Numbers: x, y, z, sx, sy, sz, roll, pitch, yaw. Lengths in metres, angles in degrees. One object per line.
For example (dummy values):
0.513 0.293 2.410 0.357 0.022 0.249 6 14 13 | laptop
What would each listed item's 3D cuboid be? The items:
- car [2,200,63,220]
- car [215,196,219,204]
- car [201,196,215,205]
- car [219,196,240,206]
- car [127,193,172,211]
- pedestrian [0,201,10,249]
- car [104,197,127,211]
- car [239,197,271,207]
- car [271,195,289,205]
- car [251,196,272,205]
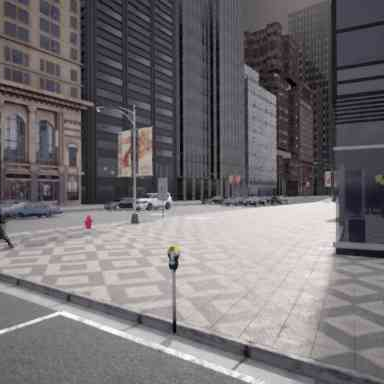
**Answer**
-13.500 1.510 27.616 2.033 1.411 5.357 -1 0 35 | car
6.228 1.422 55.381 1.837 1.490 4.892 -1 0 35 | car
3.485 1.432 57.132 1.837 1.490 4.892 -1 -1 35 | car
6.774 1.417 50.420 2.033 1.411 5.357 -1 0 36 | car
-4.669 1.137 40.123 2.150 2.045 5.566 -1 1 35 | car
-6.842 1.141 11.803 0.375 1.860 0.375 -1 -1 35 | pedestrian
-8.470 1.455 40.369 1.837 1.490 4.892 -1 1 35 | car
9.189 1.447 48.209 1.895 1.301 4.718 -1 0 36 | car
14.913 1.338 56.412 1.837 1.490 4.892 -1 0 35 | car
12.275 1.458 58.311 1.895 1.301 4.718 -1 0 35 | car
